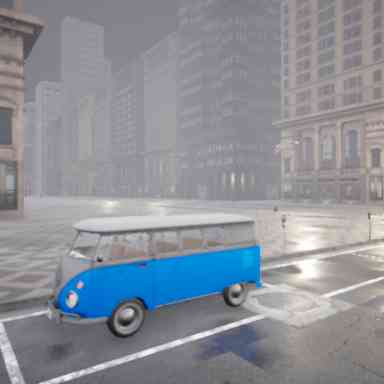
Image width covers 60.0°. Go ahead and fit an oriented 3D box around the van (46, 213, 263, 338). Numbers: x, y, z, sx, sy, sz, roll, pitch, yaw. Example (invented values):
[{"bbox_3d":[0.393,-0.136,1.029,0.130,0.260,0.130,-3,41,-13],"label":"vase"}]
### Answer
[{"bbox_3d":[-0.473,1.336,6.316,3.998,1.788,1.690,0,0,-36],"label":"van"}]
